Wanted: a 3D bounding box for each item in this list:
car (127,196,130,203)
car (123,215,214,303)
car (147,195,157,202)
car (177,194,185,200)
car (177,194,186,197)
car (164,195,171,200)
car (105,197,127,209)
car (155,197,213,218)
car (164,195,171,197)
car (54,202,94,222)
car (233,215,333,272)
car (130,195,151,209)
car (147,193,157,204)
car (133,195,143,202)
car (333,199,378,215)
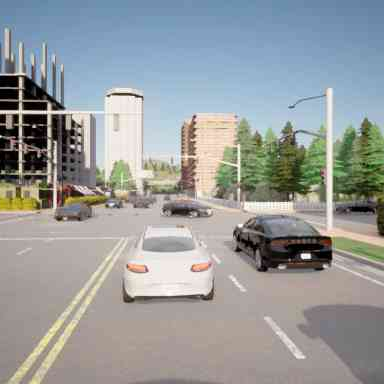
[{"bbox_3d":[-11.824,1.477,64.525,1.882,1.535,5.008,0,0,-4],"label":"car"},{"bbox_3d":[-0.597,1.526,8.162,1.812,1.442,4.674,0,0,-5],"label":"car"},{"bbox_3d":[-9.136,1.522,76.264,2.128,1.511,4.902,0,0,-4],"label":"car"},{"bbox_3d":[-2.871,1.304,86.518,1.882,1.535,5.008,0,0,-4],"label":"car"},{"bbox_3d":[-2.169,1.470,76.971,1.882,1.535,5.008,0,0,-4],"label":"car"},{"bbox_3d":[-6.362,1.379,86.262,1.994,1.385,4.181,0,0,-4],"label":"car"},{"bbox_3d":[-10.429,1.491,44.706,2.128,1.511,4.902,0,0,-4],"label":"car"},{"bbox_3d":[-0.468,1.491,29.159,4.902,1.511,2.128,0,0,38],"label":"car"},{"bbox_3d":[-5.732,1.517,77.691,2.128,1.511,4.902,0,0,-4],"label":"car"},{"bbox_3d":[-9.357,1.547,26.855,2.033,1.411,5.357,0,0,-3],"label":"car"},{"bbox_3d":[2.665,1.478,10.903,1.882,1.535,5.008,0,0,-5],"label":"car"},{"bbox_3d":[-6.969,1.505,45.459,1.837,1.490,4.892,0,0,-4],"label":"car"},{"bbox_3d":[-8.088,1.492,61.090,2.128,1.511,4.902,0,0,-4],"label":"car"},{"bbox_3d":[-12.920,1.462,79.997,1.882,1.535,5.008,0,0,-4],"label":"car"},{"bbox_3d":[17.026,1.491,34.053,4.902,1.511,2.128,0,0,-3],"label":"car"}]
